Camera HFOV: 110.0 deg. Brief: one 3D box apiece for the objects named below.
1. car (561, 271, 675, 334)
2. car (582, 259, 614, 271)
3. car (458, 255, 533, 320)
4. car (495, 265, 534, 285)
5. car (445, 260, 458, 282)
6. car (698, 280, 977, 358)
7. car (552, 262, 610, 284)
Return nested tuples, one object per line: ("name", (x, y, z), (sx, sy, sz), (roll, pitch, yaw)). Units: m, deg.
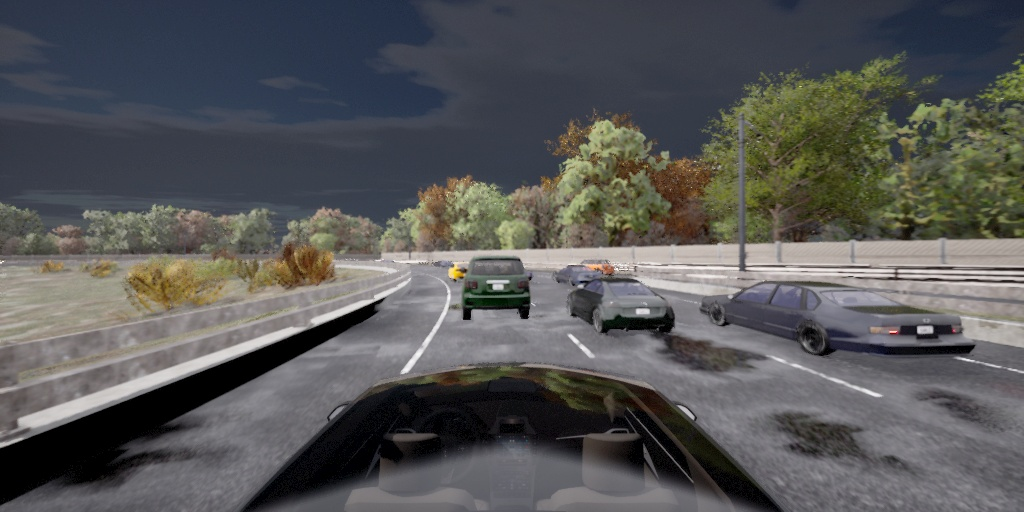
("car", (2.996, 1.322, 10.684), (1.994, 1.385, 4.181), (0, 0, -5))
("car", (7.517, 1.091, 34.675), (2.097, 1.767, 4.553), (0, 0, -42))
("car", (-0.694, 1.001, 13.095), (2.150, 2.045, 5.566), (0, 0, -6))
("car", (0.080, 1.408, 27.949), (1.895, 1.301, 4.718), (0, 0, -14))
("car", (-4.291, 1.313, 30.683), (1.882, 1.535, 5.008), (0, 0, -16))
("car", (6.741, 1.285, 8.491), (2.033, 1.411, 5.357), (0, 0, -4))
("car", (4.410, 1.330, 24.862), (2.033, 1.411, 5.357), (-1, 0, -12))
